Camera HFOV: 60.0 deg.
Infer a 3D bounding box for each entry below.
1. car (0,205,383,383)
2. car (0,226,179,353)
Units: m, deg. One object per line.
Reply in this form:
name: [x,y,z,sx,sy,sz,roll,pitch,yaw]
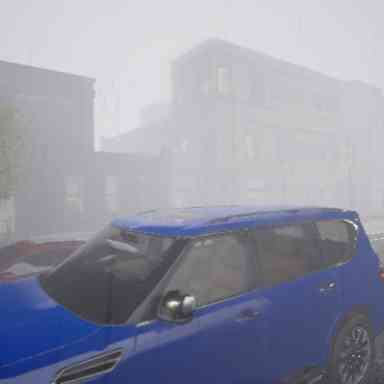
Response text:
car: [-0.062,1.217,3.623,5.566,2.045,2.150,-1,0,-35]
car: [-2.680,1.526,5.748,4.674,1.442,1.812,0,0,-35]
